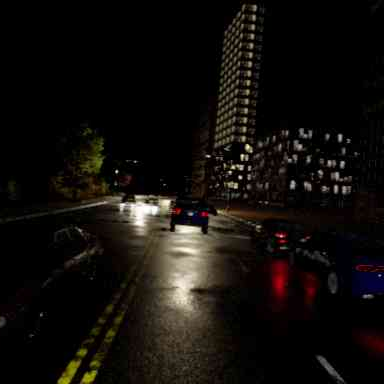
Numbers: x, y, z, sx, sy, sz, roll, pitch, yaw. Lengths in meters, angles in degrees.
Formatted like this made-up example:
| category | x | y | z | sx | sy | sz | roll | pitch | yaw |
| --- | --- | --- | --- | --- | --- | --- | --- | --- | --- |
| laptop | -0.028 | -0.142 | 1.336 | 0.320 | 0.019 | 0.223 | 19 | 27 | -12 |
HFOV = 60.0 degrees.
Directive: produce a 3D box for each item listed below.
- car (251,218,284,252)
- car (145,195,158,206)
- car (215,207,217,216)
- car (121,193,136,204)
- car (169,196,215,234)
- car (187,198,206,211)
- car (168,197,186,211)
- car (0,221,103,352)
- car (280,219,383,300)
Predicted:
| category | x | y | z | sx | sy | sz | roll | pitch | yaw |
| --- | --- | --- | --- | --- | --- | --- | --- | --- | --- |
| car | 4.122 | 1.958 | 15.724 | 1.812 | 1.442 | 4.674 | 5 | 0 | -3 |
| car | -5.851 | 1.211 | 48.466 | 2.128 | 1.511 | 4.902 | 5 | 0 | -5 |
| car | 1.722 | 1.900 | 37.718 | 1.994 | 1.385 | 4.181 | 5 | 0 | -3 |
| car | -9.065 | 0.953 | 48.066 | 1.812 | 1.442 | 4.674 | 5 | 0 | -5 |
| car | -0.221 | 1.287 | 20.657 | 2.150 | 2.045 | 5.566 | 5 | 0 | -3 |
| car | 0.632 | 1.802 | 49.720 | 2.128 | 1.511 | 4.902 | 5 | 0 | -6 |
| car | -2.083 | 1.587 | 45.309 | 2.033 | 1.411 | 5.357 | 5 | 0 | -6 |
| car | -3.065 | 1.297 | 6.221 | 2.033 | 1.411 | 5.357 | 5 | 0 | -2 |
| car | 4.384 | 1.906 | 9.673 | 1.882 | 1.535 | 5.008 | 5 | 0 | -2 |
